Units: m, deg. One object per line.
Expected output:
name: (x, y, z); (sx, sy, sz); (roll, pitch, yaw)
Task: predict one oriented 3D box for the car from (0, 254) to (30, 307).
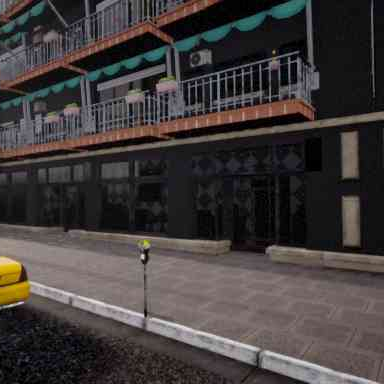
car: (-5.422, 1.458, 6.803); (5.366, 1.575, 1.801); (0, 0, 35)
